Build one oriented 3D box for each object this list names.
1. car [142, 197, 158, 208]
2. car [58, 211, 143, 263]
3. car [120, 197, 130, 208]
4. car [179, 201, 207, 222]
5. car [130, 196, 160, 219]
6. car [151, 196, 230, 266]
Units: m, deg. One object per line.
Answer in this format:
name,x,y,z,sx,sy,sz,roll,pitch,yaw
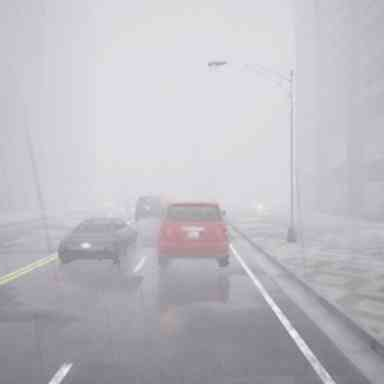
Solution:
car,-6.564,1.646,52.467,1.882,1.535,5.008,0,-1,0
car,-3.185,1.594,12.047,1.994,1.385,4.181,0,0,0
car,-9.814,1.520,52.314,2.097,1.767,4.553,0,0,0
car,0.070,1.568,27.866,2.128,1.511,4.902,0,0,0
car,-3.186,1.296,26.789,2.150,2.045,5.566,0,0,1
car,0.064,1.255,11.824,2.150,2.045,5.566,0,0,1
